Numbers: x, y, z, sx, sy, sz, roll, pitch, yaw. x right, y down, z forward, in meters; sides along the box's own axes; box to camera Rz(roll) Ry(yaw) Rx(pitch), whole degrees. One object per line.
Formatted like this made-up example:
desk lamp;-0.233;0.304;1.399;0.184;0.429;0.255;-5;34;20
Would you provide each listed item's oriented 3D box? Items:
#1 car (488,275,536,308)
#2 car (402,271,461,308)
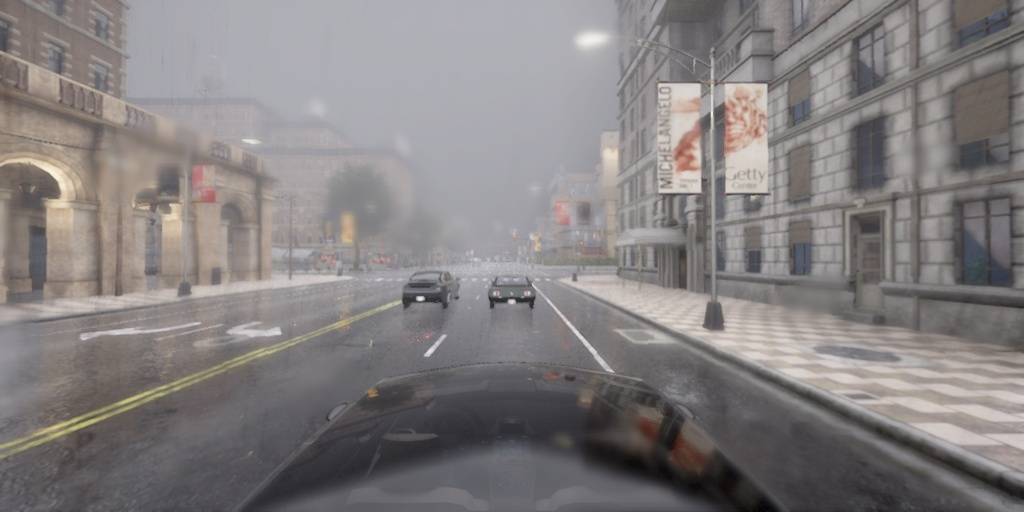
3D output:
car;-0.007;1.484;15.965;1.895;1.301;4.718;0;0;0
car;-3.506;1.392;16.148;1.837;1.490;4.892;0;0;0
